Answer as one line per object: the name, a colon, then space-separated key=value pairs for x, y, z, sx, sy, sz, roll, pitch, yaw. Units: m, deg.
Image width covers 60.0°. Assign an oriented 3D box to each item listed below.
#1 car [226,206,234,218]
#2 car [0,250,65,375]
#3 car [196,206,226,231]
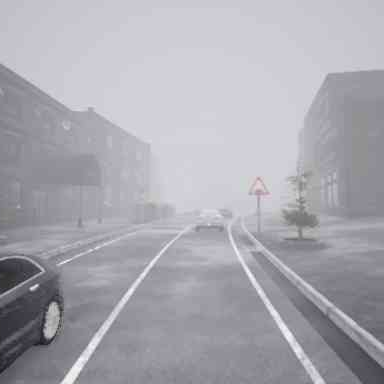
car: x=4.117 y=2.503 z=41.914 sx=2.163 sy=1.488 sz=4.792 roll=-1 pitch=-2 yaw=11
car: x=-3.026 y=1.521 z=3.630 sx=1.837 sy=1.490 sz=4.892 roll=0 pitch=0 yaw=1
car: x=1.335 y=1.955 z=24.060 sx=1.812 sy=1.442 sz=4.674 roll=-1 pitch=-2 yaw=6
